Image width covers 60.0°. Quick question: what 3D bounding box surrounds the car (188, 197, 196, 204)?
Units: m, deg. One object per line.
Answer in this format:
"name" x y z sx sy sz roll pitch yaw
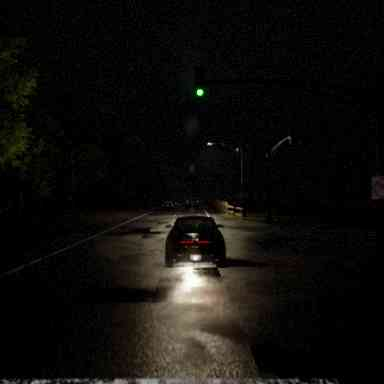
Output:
"car" 0.008 2.028 79.673 1.882 1.535 5.008 0 0 0

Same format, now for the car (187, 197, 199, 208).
"car" 0.106 1.945 54.712 1.994 1.385 4.181 0 0 0

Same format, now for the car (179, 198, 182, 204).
"car" -3.491 2.086 81.198 2.128 1.511 4.902 0 0 0

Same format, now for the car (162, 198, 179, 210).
"car" -3.395 1.890 48.955 2.033 1.411 5.357 0 0 0

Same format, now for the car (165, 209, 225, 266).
"car" 0.102 1.593 11.821 1.837 1.490 4.892 0 0 0
